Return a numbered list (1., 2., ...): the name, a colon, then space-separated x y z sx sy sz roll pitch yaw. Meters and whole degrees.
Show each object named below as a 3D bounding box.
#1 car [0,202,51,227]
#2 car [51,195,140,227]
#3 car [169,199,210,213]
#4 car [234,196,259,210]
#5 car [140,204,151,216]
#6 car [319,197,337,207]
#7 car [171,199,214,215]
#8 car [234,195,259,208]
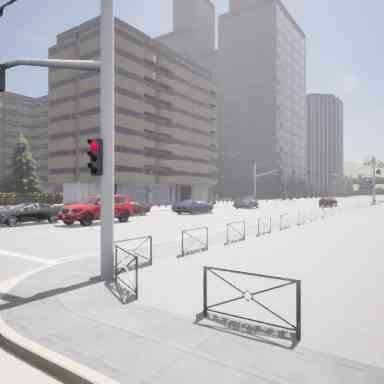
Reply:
1. car: -11.302 1.492 22.987 2.128 1.511 4.902 0 0 35
2. car: -6.640 1.221 23.586 2.150 2.045 5.566 0 0 35
3. car: -0.167 1.547 39.135 2.033 1.411 5.357 0 0 35
4. car: 7.229 1.525 43.658 1.812 1.442 4.674 0 0 35
5. car: -6.043 1.601 30.619 1.895 1.301 4.718 0 0 35
6. car: 20.783 1.478 50.716 1.882 1.535 5.008 0 0 35
7. car: 0.237 1.601 33.566 1.895 1.301 4.718 0 0 35
8. car: 8.434 1.404 51.470 2.097 1.767 4.553 0 0 35
